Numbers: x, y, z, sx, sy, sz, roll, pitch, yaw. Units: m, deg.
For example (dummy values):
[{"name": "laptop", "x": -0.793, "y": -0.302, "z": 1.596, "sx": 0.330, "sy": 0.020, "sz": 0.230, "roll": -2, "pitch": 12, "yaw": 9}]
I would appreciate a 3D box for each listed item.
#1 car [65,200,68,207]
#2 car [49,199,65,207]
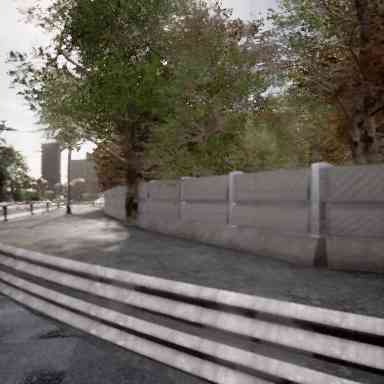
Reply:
[{"name": "car", "x": -30.181, "y": 2.538, "z": 77.717, "sx": 2.097, "sy": 1.767, "sz": 4.553, "roll": 0, "pitch": -2, "yaw": -14}, {"name": "car", "x": -27.859, "y": 2.464, "z": 68.090, "sx": 1.895, "sy": 1.301, "sz": 4.718, "roll": 0, "pitch": -1, "yaw": -14}]
